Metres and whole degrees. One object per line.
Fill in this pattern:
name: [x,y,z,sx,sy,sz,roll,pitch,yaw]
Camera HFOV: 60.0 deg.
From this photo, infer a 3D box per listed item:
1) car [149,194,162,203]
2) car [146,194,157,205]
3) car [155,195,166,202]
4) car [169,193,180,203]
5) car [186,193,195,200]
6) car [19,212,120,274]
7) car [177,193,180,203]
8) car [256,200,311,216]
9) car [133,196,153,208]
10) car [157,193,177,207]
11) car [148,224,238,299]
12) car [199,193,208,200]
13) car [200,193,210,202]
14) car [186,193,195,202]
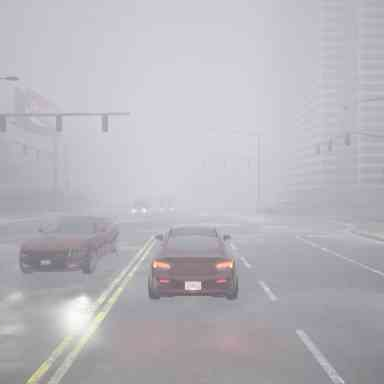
car: [-7.328,1.352,67.081,2.097,1.767,4.553,0,0,0]
car: [-7.341,1.525,57.029,1.812,1.442,4.674,0,0,0]
car: [-7.351,1.525,77.496,2.128,1.511,4.902,0,0,0]
car: [-3.826,1.225,72.066,2.150,2.045,5.566,0,0,0]
car: [-0.402,1.184,88.388,2.097,1.767,4.553,0,0,0]
car: [-3.657,1.477,10.786,1.882,1.535,5.008,0,0,0]
car: [-3.841,1.221,61.637,2.150,2.045,5.566,0,0,0]
car: [8.619,1.477,31.509,5.008,1.535,1.882,0,0,-1]
car: [-7.307,1.601,48.203,1.895,1.301,4.718,0,0,0]
car: [-3.859,1.221,51.280,2.150,2.045,5.566,0,0,-4]
car: [0.028,1.526,8.307,1.812,1.442,4.674,0,0,0]
car: [3.098,1.184,88.404,2.097,1.767,4.553,0,0,0]
car: [3.146,1.515,78.116,2.128,1.511,4.902,0,0,0]
car: [-0.356,1.584,78.483,1.895,1.301,4.718,0,0,0]
